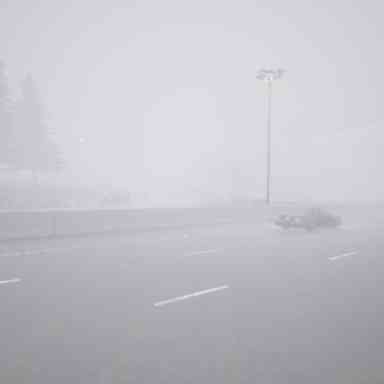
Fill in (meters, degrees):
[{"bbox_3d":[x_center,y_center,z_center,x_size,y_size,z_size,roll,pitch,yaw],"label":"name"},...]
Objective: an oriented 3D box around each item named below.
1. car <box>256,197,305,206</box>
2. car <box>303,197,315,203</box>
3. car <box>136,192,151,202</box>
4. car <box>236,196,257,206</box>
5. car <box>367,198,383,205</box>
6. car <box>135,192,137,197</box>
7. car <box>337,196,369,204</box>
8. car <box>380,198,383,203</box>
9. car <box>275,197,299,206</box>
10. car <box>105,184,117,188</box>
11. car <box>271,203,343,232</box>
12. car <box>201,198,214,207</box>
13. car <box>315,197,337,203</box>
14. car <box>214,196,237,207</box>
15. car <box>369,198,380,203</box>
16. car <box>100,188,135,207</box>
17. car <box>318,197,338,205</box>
[{"bbox_3d":[9.985,1.595,37.281,5.357,1.411,2.033,1,0,-42],"label":"car"},{"bbox_3d":[18.289,1.623,54.014,5.008,1.535,1.882,1,0,-41],"label":"car"},{"bbox_3d":[-8.771,1.082,61.480,1.837,1.490,4.892,1,1,-5],"label":"car"},{"bbox_3d":[7.962,1.502,40.160,4.892,1.490,1.837,1,0,-42],"label":"car"},{"bbox_3d":[40.931,2.026,74.195,4.674,1.442,1.812,1,0,-42],"label":"car"},{"bbox_3d":[-12.695,0.619,76.331,1.895,1.301,4.718,1,2,-22],"label":"car"},{"bbox_3d":[24.254,1.753,49.960,5.008,1.535,1.882,1,0,-41],"label":"car"},{"bbox_3d":[35.986,1.689,60.384,5.566,2.045,2.150,1,0,-42],"label":"car"},{"bbox_3d":[16.305,1.622,56.912,4.674,1.442,1.812,1,0,-41],"label":"car"},{"bbox_3d":[-21.401,-1.023,89.442,2.150,2.045,5.566,1,4,-44],"label":"car"},{"bbox_3d":[7.294,1.605,20.535,5.357,1.411,2.033,1,0,-42],"label":"car"},{"bbox_3d":[3.150,1.449,45.244,4.181,1.385,1.994,1,0,-42],"label":"car"},{"bbox_3d":[21.845,1.784,52.494,4.181,1.385,1.994,1,0,-41],"label":"car"},{"bbox_3d":[5.512,1.293,42.658,4.553,1.767,2.097,1,0,-42],"label":"car"},{"bbox_3d":[32.605,1.987,62.063,4.718,1.301,1.895,1,0,-42],"label":"car"},{"bbox_3d":[-10.099,0.845,44.430,2.150,2.045,5.566,1,1,14],"label":"car"},{"bbox_3d":[27.428,1.799,66.823,4.674,1.442,1.812,1,0,-42],"label":"car"}]
